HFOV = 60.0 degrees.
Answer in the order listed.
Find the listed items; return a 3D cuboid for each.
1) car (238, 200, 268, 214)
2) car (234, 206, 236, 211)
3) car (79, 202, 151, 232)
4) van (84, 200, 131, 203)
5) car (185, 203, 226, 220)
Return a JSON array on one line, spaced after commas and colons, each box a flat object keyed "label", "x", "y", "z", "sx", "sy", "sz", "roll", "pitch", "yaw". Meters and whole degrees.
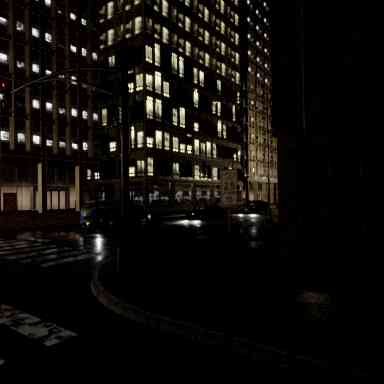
[{"label": "car", "x": 7.131, "y": 1.631, "z": 37.240, "sx": 1.812, "sy": 1.442, "sz": 4.674, "roll": -1, "pitch": -1, "yaw": 36}, {"label": "car", "x": 6.890, "y": 1.689, "z": 41.374, "sx": 1.752, "sy": 1.417, "sz": 4.829, "roll": -2, "pitch": -1, "yaw": 36}, {"label": "car", "x": -4.624, "y": 1.571, "z": 20.946, "sx": 1.837, "sy": 1.490, "sz": 4.892, "roll": -1, "pitch": -1, "yaw": 33}, {"label": "van", "x": -5.966, "y": 1.460, "z": 23.481, "sx": 1.690, "sy": 1.788, "sz": 3.998, "roll": -2, "pitch": -1, "yaw": 36}, {"label": "car", "x": 1.235, "y": 1.649, "z": 29.051, "sx": 1.994, "sy": 1.385, "sz": 4.181, "roll": -1, "pitch": -1, "yaw": 36}]
